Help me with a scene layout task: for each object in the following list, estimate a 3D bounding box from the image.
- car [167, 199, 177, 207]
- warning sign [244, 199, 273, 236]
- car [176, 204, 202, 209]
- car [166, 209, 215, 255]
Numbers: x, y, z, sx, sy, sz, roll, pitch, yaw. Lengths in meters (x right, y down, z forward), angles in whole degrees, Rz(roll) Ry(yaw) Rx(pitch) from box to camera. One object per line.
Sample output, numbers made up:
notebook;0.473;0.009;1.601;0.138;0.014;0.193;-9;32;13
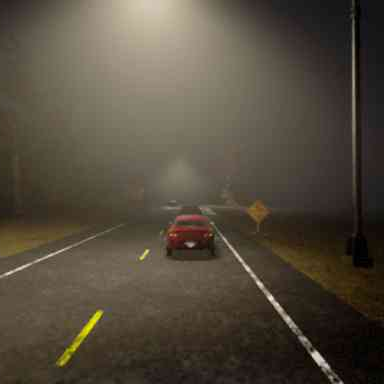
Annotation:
car;-3.888;2.187;65.053;2.128;1.511;4.902;0;-1;0
warning sign;3.469;1.299;17.440;1.300;1.860;1.060;0;0;0
car;-0.127;1.785;29.271;1.882;1.535;5.008;0;0;0
car;-0.040;1.672;13.935;1.812;1.442;4.674;0;0;0
